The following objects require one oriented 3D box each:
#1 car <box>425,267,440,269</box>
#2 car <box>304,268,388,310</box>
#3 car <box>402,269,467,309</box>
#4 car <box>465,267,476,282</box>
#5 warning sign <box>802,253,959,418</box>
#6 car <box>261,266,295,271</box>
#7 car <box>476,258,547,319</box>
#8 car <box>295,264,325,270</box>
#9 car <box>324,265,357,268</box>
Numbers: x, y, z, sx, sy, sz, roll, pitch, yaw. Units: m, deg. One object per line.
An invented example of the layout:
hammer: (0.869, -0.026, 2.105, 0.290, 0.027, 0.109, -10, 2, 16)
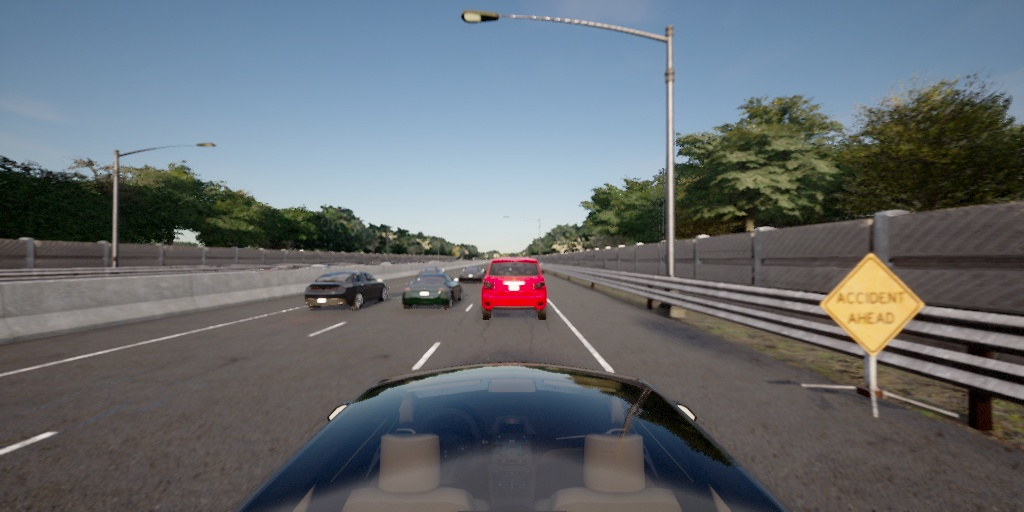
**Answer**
car: (-6.906, 1.604, 31.093, 1.994, 1.385, 4.181, 0, -1, 0)
car: (-6.908, 1.392, 15.456, 1.837, 1.490, 4.892, 0, 0, 0)
car: (-3.407, 1.455, 15.967, 1.994, 1.385, 4.181, 0, -1, 0)
car: (-3.406, 1.607, 31.440, 1.994, 1.385, 4.181, 0, -1, 0)
warning sign: (4.550, 0.893, 4.544, 1.300, 1.860, 1.060, 0, 0, 0)
car: (-24.592, 1.712, 38.166, 1.895, 1.301, 4.718, 0, -1, 0)
car: (0.091, 1.088, 13.544, 2.150, 2.045, 5.566, 0, -1, 1)
car: (-21.087, 1.646, 39.080, 1.812, 1.442, 4.674, 0, -1, 0)
car: (-17.595, 1.712, 38.204, 1.895, 1.301, 4.718, 0, -1, 0)
